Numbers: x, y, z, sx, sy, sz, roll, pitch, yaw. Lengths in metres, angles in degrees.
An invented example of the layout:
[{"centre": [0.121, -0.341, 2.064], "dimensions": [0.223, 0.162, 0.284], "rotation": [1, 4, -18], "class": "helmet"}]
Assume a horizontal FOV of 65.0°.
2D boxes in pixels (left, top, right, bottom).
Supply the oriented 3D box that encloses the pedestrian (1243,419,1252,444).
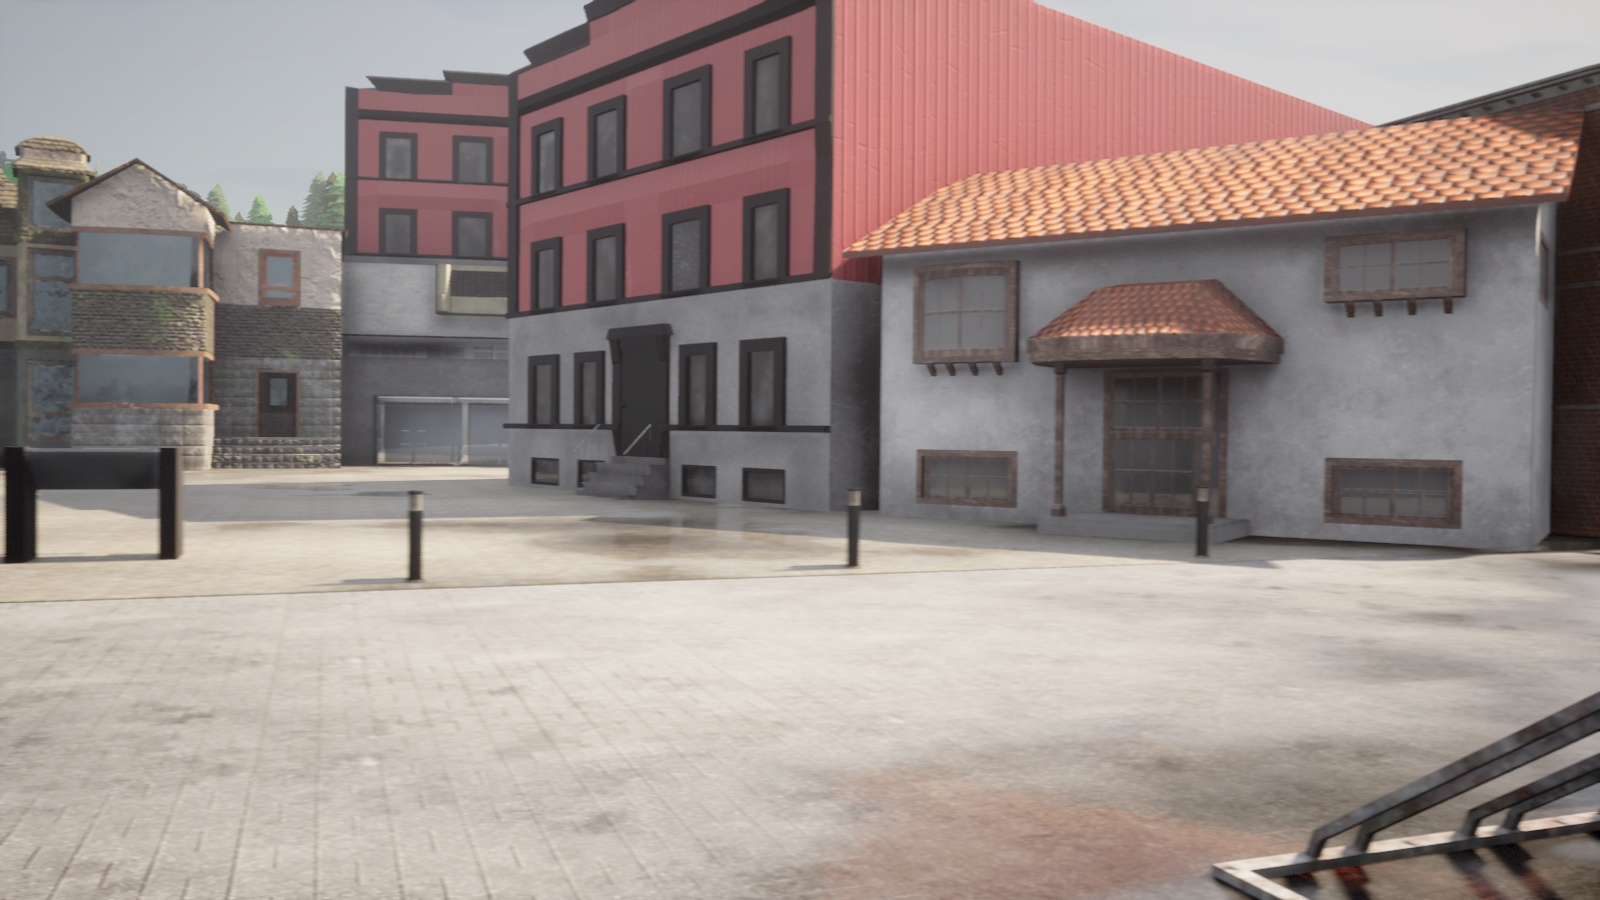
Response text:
[{"centre": [32.933, -1.352, 92.387], "dimensions": [0.345, 1.836, 0.594], "rotation": [-1, 1, -25], "class": "pedestrian"}]
